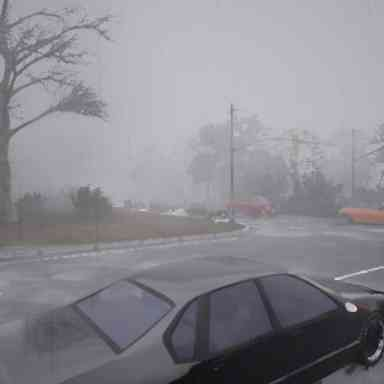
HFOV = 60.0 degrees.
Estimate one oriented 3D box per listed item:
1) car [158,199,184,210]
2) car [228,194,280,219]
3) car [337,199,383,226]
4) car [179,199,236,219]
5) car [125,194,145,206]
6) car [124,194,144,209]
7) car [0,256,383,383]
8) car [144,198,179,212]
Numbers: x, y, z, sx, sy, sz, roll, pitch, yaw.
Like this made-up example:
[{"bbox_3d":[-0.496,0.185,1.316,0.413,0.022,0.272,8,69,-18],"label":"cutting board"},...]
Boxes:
[{"bbox_3d":[-2.855,1.606,44.309,1.994,1.385,4.181,0,0,-27],"label":"car"},{"bbox_3d":[5.288,1.205,29.734,2.150,2.045,5.566,0,0,-31],"label":"car"},{"bbox_3d":[11.711,1.336,20.887,2.097,1.767,4.553,0,0,-40],"label":"car"},{"bbox_3d":[1.270,1.535,29.626,2.033,1.411,5.357,0,0,-30],"label":"car"},{"bbox_3d":[-10.270,1.418,59.764,2.150,2.045,5.566,0,-1,-24],"label":"car"},{"bbox_3d":[-8.088,1.429,46.966,2.097,1.767,4.553,0,0,-27],"label":"car"},{"bbox_3d":[0.474,1.545,4.031,5.357,1.411,2.033,0,0,-35],"label":"car"},{"bbox_3d":[-3.483,1.521,38.080,1.837,1.490,4.892,0,0,-28],"label":"car"}]
